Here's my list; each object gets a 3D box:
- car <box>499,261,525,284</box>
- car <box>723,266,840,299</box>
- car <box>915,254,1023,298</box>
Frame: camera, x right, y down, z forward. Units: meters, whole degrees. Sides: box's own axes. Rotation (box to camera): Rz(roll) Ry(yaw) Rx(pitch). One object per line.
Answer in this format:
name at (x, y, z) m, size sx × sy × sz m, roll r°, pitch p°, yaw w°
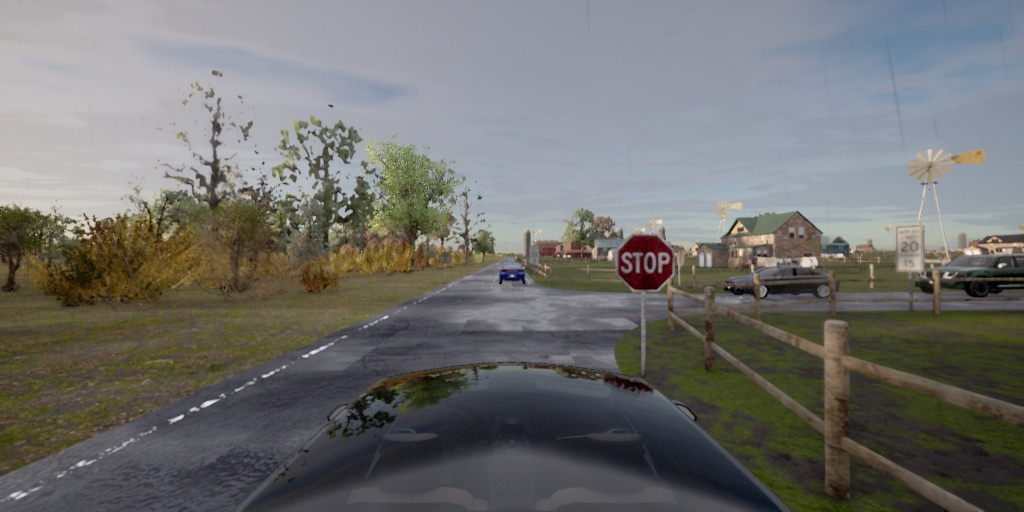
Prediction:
car at (0.014, 1.287, 28.109) m, size 1.882 × 1.535 × 5.008 m, roll 0°, pitch 0°, yaw 0°
car at (12.950, 1.245, 17.409) m, size 4.892 × 1.490 × 1.837 m, roll 0°, pitch -1°, yaw 0°
car at (23.327, 0.917, 17.585) m, size 5.566 × 2.045 × 2.150 m, roll 0°, pitch -1°, yaw -1°
